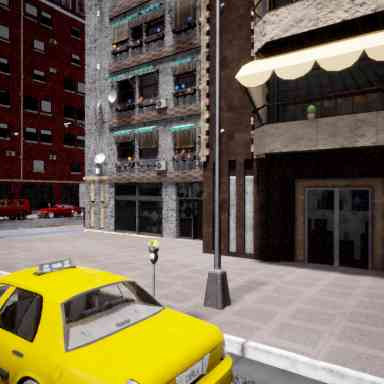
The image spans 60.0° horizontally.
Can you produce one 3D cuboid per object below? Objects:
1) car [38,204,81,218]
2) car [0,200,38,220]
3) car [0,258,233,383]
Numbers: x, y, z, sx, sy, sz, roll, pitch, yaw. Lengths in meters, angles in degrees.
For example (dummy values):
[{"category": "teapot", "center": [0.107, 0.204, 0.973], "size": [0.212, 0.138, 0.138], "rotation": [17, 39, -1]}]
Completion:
[{"category": "car", "center": [-13.556, 1.923, 34.101], "size": [1.887, 1.381, 4.507], "rotation": [-1, -2, 35]}, {"category": "car", "center": [-16.838, 1.591, 29.453], "size": [2.192, 1.841, 5.009], "rotation": [-1, -2, 35]}, {"category": "car", "center": [-1.874, 1.525, 4.199], "size": [4.829, 1.417, 1.752], "rotation": [0, 0, 35]}]
